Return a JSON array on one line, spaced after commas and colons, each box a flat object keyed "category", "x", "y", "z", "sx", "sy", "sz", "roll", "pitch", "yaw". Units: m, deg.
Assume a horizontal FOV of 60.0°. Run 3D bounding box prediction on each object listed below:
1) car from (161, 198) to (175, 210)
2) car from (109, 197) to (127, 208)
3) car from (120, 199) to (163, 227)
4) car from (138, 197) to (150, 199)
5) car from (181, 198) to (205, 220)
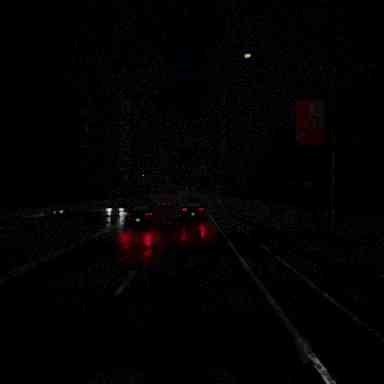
[{"category": "car", "x": -3.159, "y": 1.438, "z": 40.305, "sx": 2.033, "sy": 1.411, "sz": 5.357, "roll": 0, "pitch": 0, "yaw": 0}, {"category": "car", "x": -9.762, "y": 1.418, "z": 44.670, "sx": 1.812, "sy": 1.442, "sz": 4.674, "roll": 0, "pitch": 0, "yaw": 0}, {"category": "car", "x": -3.153, "y": 1.447, "z": 21.680, "sx": 1.812, "sy": 1.442, "sz": 4.674, "roll": 0, "pitch": 0, "yaw": 0}, {"category": "car", "x": -6.511, "y": 1.383, "z": 44.695, "sx": 2.128, "sy": 1.511, "sz": 4.902, "roll": 0, "pitch": 0, "yaw": 0}, {"category": "car", "x": 0.090, "y": 1.436, "z": 26.580, "sx": 1.812, "sy": 1.442, "sz": 4.674, "roll": 0, "pitch": 0, "yaw": 0}]
